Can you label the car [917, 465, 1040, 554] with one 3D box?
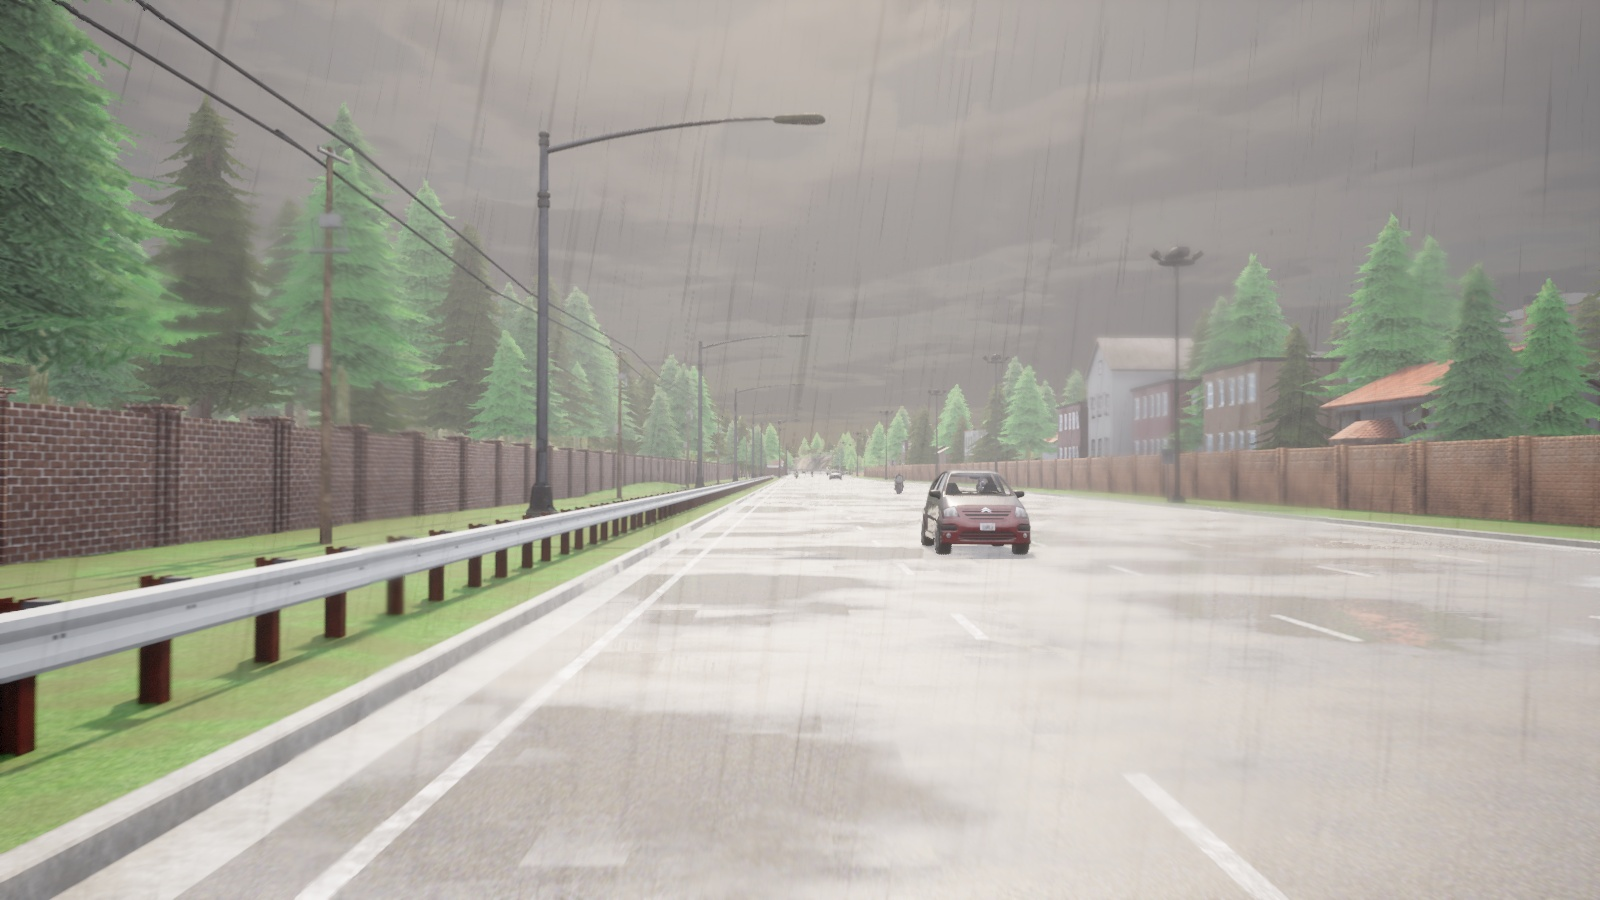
[{"bbox_3d":[3.438,1.116,24.913,1.851,1.617,3.988,0,-1,0],"label":"car"}]
